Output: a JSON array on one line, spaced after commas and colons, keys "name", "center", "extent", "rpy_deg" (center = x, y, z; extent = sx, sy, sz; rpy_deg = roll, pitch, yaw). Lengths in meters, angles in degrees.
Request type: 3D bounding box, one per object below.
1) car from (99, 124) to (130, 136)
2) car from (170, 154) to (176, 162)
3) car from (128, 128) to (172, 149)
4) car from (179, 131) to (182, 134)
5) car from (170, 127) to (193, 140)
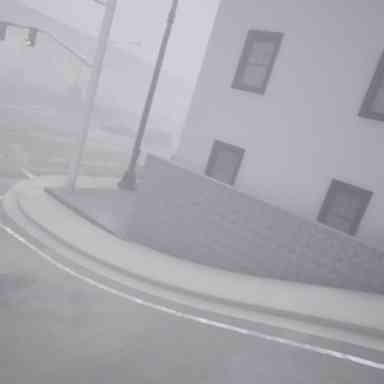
[{"name": "car", "center": [-9.253, -7.815, 41.871], "extent": [1.895, 1.301, 4.718], "rpy_deg": [25, 14, 34]}, {"name": "car", "center": [-0.069, -2.865, 32.114], "extent": [1.837, 1.490, 4.892], "rpy_deg": [25, 14, 34]}, {"name": "car", "center": [-4.780, -6.913, 42.170], "extent": [2.150, 2.045, 5.566], "rpy_deg": [25, 14, 34]}, {"name": "car", "center": [-2.556, -14.055, 78.269], "extent": [4.536, 1.218, 1.853], "rpy_deg": [15, 12, -11]}, {"name": "car", "center": [-2.552, -13.895, 78.312], "extent": [4.974, 1.542, 2.038], "rpy_deg": [15, 12, -11]}]
